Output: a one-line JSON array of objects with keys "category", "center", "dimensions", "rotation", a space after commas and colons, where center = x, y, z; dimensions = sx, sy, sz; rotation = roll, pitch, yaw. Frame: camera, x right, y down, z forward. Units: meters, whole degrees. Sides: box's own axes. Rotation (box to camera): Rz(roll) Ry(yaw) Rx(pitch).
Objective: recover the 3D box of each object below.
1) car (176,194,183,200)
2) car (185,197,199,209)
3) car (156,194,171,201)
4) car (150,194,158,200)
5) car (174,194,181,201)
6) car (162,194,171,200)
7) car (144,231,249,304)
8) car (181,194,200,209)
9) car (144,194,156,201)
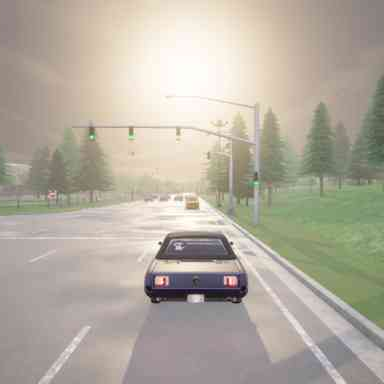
[{"category": "car", "center": [-3.344, 1.356, 90.830], "dimensions": [1.812, 1.442, 4.674], "rotation": [0, 0, 0]}, {"category": "car", "center": [0.024, 1.576, 49.784], "dimensions": [2.033, 1.411, 5.357], "rotation": [-1, 1, 1]}, {"category": "car", "center": [-6.862, 1.531, 80.416], "dimensions": [2.033, 1.411, 5.357], "rotation": [0, 0, 0]}, {"category": "car", "center": [-10.344, 1.332, 90.842], "dimensions": [1.837, 1.490, 4.892], "rotation": [0, 0, 0]}, {"category": "car", "center": [-3.361, 1.545, 80.827], "dimensions": [1.994, 1.385, 4.181], "rotation": [0, 0, 0]}, {"category": "car", "center": [-6.844, 1.372, 90.836], "dimensions": [2.033, 1.411, 5.357], "rotation": [0, 0, 0]}, {"category": "car", "center": [0.093, 1.601, 8.116], "dimensions": [1.895, 1.301, 4.718], "rotation": [0, 0, 0]}, {"category": "car", "center": [-0.053, 1.085, 46.297], "dimensions": [1.882, 1.535, 5.008], "rotation": [-3, 17, -3]}, {"category": "car", "center": [-10.362, 1.531, 80.422], "dimensions": [2.033, 1.411, 5.357], "rotation": [0, 0, 0]}]
